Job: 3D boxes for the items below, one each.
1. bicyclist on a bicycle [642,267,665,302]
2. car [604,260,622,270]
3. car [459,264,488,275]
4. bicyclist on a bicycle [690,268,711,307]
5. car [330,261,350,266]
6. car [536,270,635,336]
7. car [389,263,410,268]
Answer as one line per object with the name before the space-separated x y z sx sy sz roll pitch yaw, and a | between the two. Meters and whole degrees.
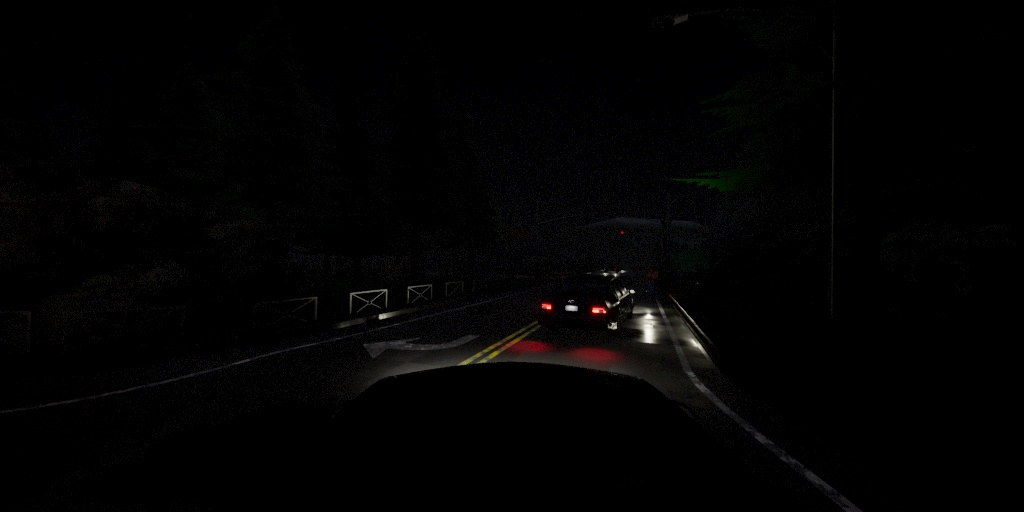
bicyclist on a bicycle | 6.523 1.313 16.499 1.656 1.620 0.582 1 -1 -31
car | 16.686 1.771 59.858 2.150 2.045 5.566 1 -1 20
car | -5.112 1.721 44.816 4.181 1.385 1.994 1 -1 20
bicyclist on a bicycle | 7.960 1.325 15.108 1.656 1.620 0.582 1 -1 -34
car | -24.240 1.460 52.157 5.357 1.411 2.033 1 -1 24
car | 2.361 1.263 10.316 2.033 1.411 5.357 1 -1 24
car | -14.491 1.599 48.269 4.181 1.385 1.994 1 -1 21
